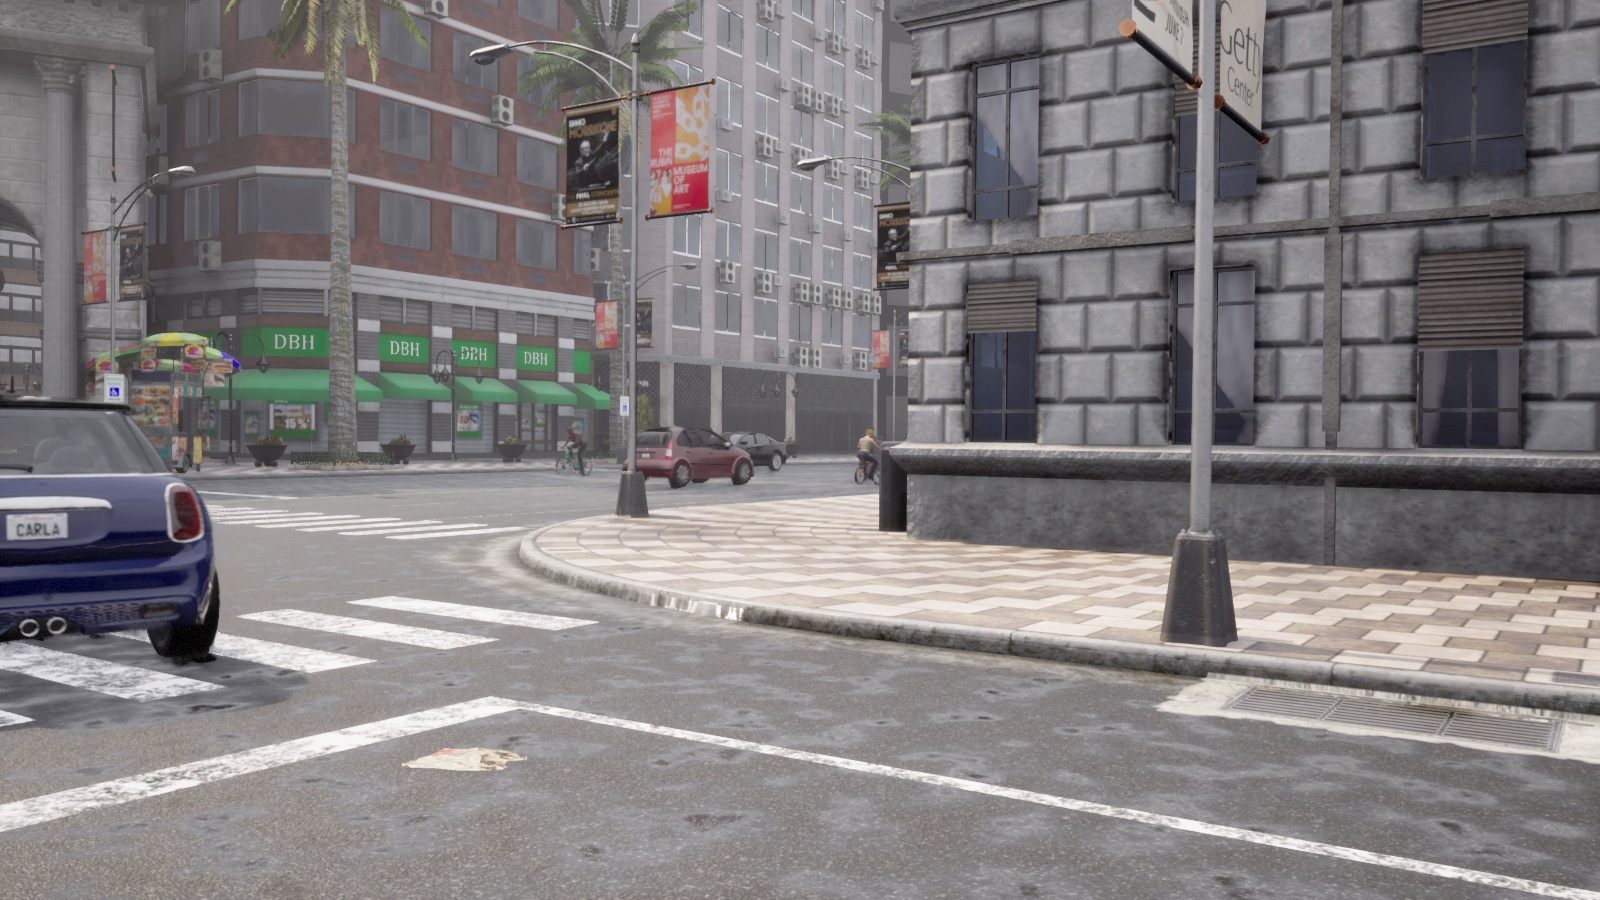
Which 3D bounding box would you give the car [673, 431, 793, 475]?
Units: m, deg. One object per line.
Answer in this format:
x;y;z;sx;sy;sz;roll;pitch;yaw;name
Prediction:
-2.461;0.081;47.642;1.882;1.535;5.008;0;1;35;car

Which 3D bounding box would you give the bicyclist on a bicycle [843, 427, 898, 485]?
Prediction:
2.002;0.164;35.689;0.866;1.612;1.509;0;-1;35;bicyclist on a bicycle

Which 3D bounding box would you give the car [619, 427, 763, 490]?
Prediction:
-2.928;0.185;34.491;1.851;1.617;3.988;0;1;34;car

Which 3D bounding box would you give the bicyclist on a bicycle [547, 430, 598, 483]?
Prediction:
-7.333;0.198;40.575;0.582;1.620;1.656;0;2;33;bicyclist on a bicycle

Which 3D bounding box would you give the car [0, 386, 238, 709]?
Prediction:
-5.756;0.523;8.703;2.097;1.767;4.553;-1;1;-42;car
